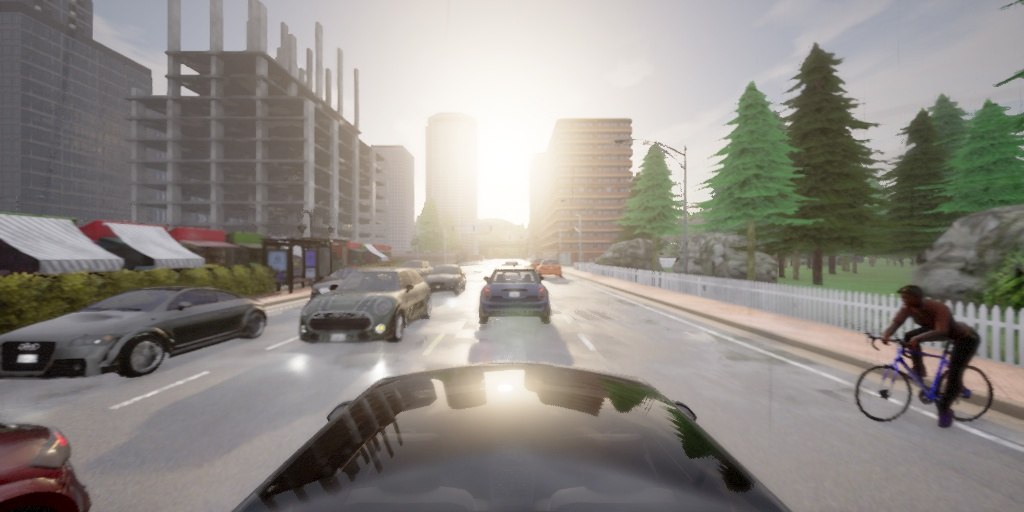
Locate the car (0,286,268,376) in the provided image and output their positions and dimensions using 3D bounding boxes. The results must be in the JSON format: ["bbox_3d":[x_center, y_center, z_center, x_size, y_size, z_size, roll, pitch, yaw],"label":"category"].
[{"bbox_3d":[-7.111,1.324,7.258,1.994,1.385,4.181,0,0,0],"label":"car"}]

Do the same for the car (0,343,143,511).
[{"bbox_3d":[-3.591,1.319,0.415,1.994,1.385,4.181,0,0,0],"label":"car"}]

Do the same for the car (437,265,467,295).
[{"bbox_3d":[-3.645,1.259,20.044,1.837,1.490,4.892,0,0,0],"label":"car"}]

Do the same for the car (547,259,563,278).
[{"bbox_3d":[3.472,1.096,33.847,2.097,1.767,4.553,0,0,0],"label":"car"}]

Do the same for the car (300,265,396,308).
[{"bbox_3d":[-7.137,1.251,16.293,2.128,1.511,4.902,0,0,0],"label":"car"}]

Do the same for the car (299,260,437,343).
[{"bbox_3d":[-3.621,1.106,9.712,2.097,1.767,4.553,0,0,0],"label":"car"}]

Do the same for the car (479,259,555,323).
[{"bbox_3d":[0.068,1.101,12.217,2.097,1.767,4.553,0,0,0],"label":"car"}]

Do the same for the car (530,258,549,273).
[{"bbox_3d":[3.417,1.097,45.233,2.097,1.767,4.553,0,0,0],"label":"car"}]

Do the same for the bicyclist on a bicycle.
[{"bbox_3d":[4.878,1.165,4.248,1.656,1.620,0.582,0,0,0],"label":"bicyclist on a bicycle"}]

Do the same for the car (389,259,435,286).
[{"bbox_3d":[-7.140,1.111,26.206,2.097,1.767,4.553,0,0,0],"label":"car"}]

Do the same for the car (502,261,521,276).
[{"bbox_3d":[-0.030,1.253,37.390,1.837,1.490,4.892,0,0,0],"label":"car"}]
